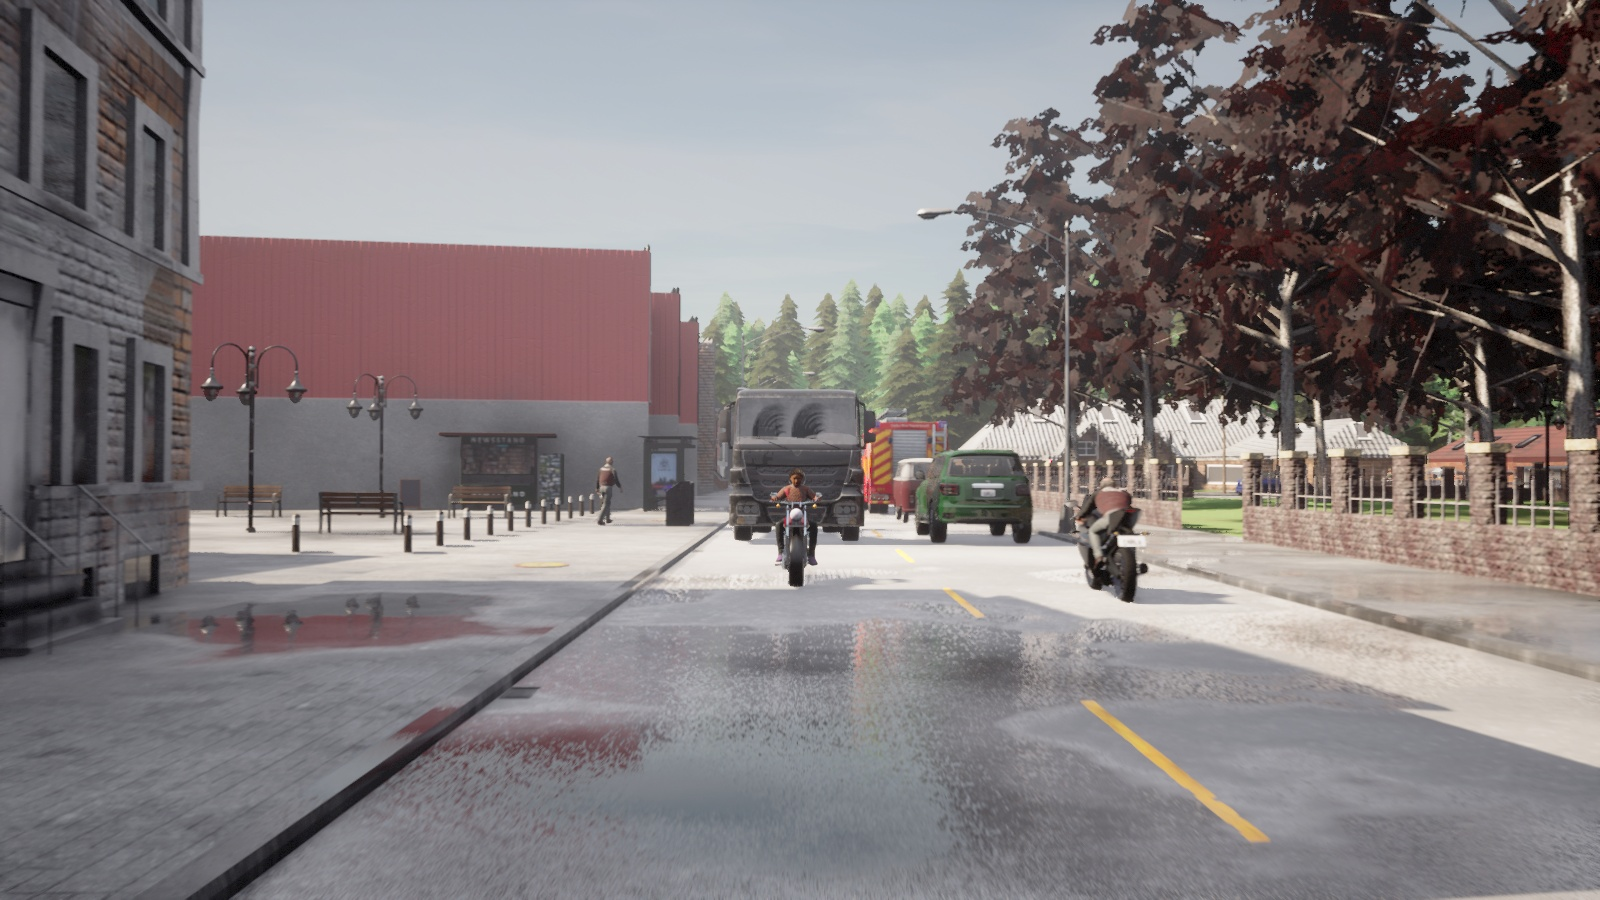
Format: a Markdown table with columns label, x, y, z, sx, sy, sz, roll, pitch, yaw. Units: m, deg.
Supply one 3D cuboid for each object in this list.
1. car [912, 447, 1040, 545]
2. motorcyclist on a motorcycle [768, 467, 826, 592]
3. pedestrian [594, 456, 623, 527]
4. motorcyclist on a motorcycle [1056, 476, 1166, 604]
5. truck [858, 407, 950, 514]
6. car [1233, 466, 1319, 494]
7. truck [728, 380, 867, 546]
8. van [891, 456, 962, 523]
| label | x | y | z | sx | sy | sz | roll | pitch | yaw |
| --- | --- | --- | --- | --- | --- | --- | --- | --- | --- |
| car | 3.942 | 1.005 | 29.084 | 2.150 | 2.045 | 5.566 | 0 | -1 | 0 |
| motorcyclist on a motorcycle | -0.043 | 1.061 | 17.687 | 0.766 | 1.649 | 2.350 | 0 | -1 | 0 |
| pedestrian | -5.056 | 1.100 | 33.185 | 0.376 | 1.854 | 0.720 | -1 | -1 | 31 |
| motorcyclist on a motorcycle | 3.961 | 1.105 | 16.202 | 0.866 | 1.530 | 2.191 | 0 | -1 | 0 |
| truck | 3.917 | 0.458 | 49.203 | 2.891 | 3.827 | 8.468 | 0 | -1 | 0 |
| car | 29.934 | 1.877 | 79.042 | 4.553 | 1.767 | 2.097 | 0 | -1 | -2 |
| truck | -0.064 | 0.339 | 30.248 | 2.891 | 3.462 | 7.936 | 0 | -1 | 0 |
| van | 3.929 | 1.214 | 39.559 | 1.775 | 1.987 | 4.442 | 0 | -1 | 0 |
